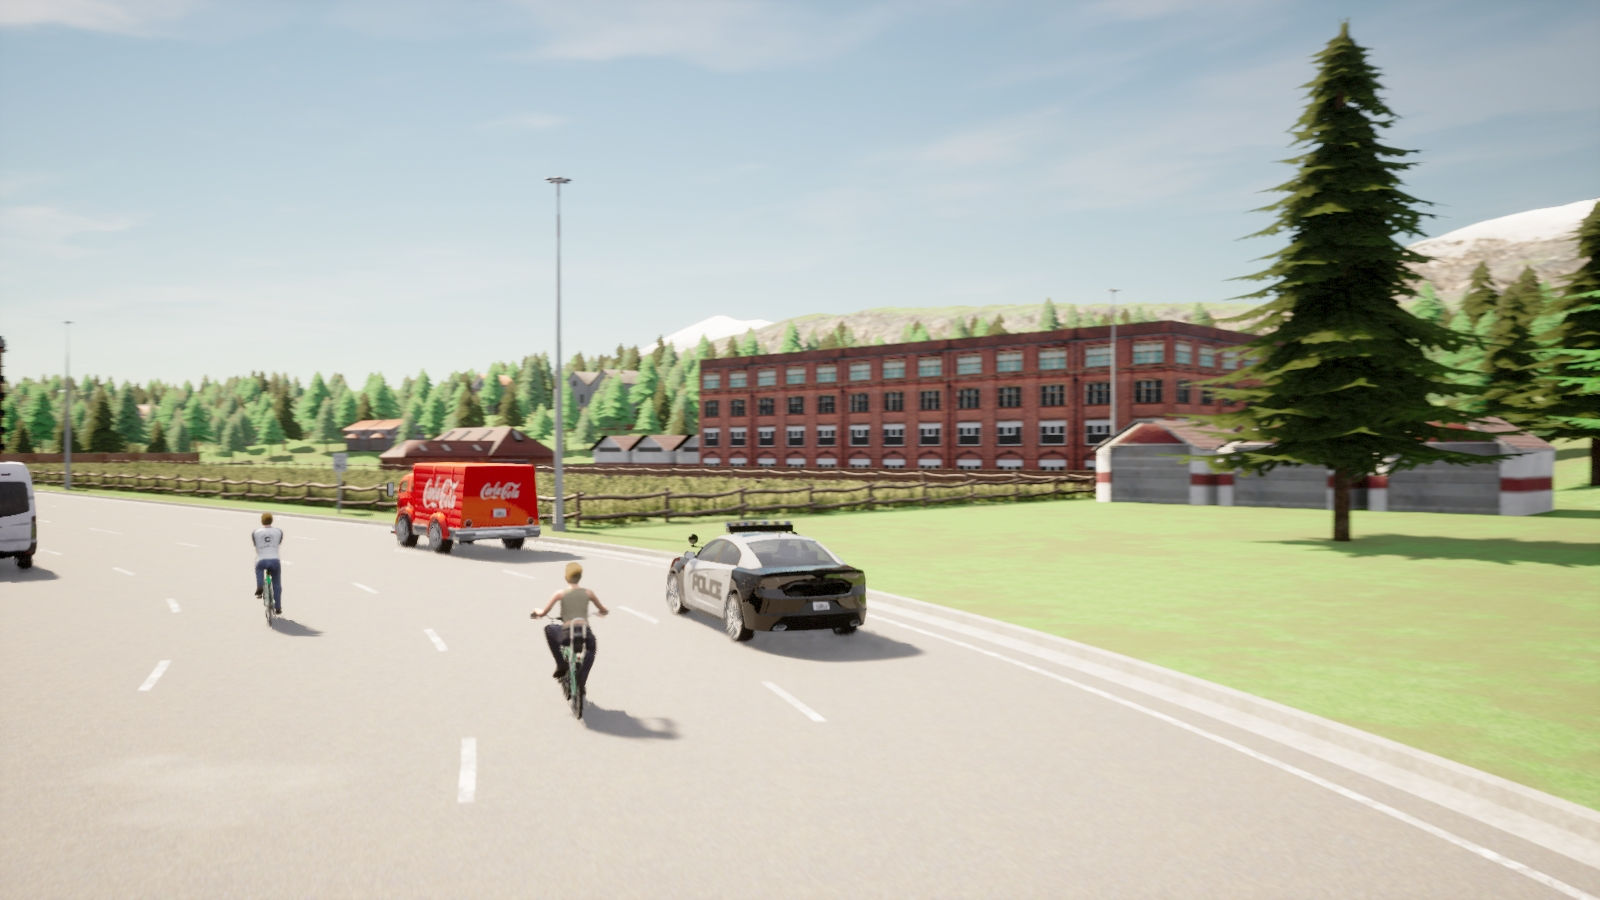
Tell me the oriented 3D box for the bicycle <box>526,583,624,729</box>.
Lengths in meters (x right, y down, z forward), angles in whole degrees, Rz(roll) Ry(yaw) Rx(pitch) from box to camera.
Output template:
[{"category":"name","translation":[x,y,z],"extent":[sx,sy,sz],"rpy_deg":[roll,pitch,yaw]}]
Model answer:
[{"category":"bicycle","translation":[-2.456,2.166,12.335],"extent":[0.859,1.276,1.487],"rpy_deg":[0,0,-18]}]

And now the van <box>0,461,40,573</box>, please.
[{"category":"van","translation":[-20.617,1.573,28.435],"extent":[1.988,2.561,5.915],"rpy_deg":[0,0,-42]}]

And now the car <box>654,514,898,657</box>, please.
[{"category":"car","translation":[-0.596,1.990,18.259],"extent":[2.097,1.638,5.238],"rpy_deg":[0,0,-23]}]

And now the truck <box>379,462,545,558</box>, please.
[{"category":"truck","translation":[-9.766,1.594,32.741],"extent":[2.627,2.467,5.204],"rpy_deg":[0,0,-41]}]

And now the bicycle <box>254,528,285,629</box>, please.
[{"category":"bicycle","translation":[-8.725,2.075,18.775],"extent":[0.373,1.496,1.643],"rpy_deg":[-1,0,-27]}]
